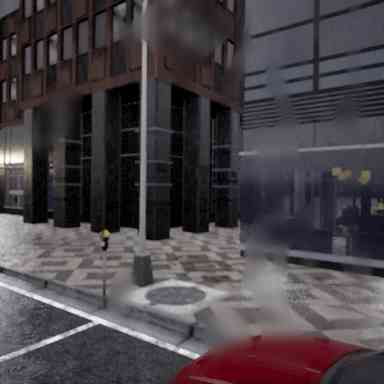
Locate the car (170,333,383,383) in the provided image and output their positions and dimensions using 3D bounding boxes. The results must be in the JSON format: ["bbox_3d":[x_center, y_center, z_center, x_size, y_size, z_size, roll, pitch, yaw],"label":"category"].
[{"bbox_3d":[1.824,1.556,1.661,4.507,1.381,1.887,1,1,36],"label":"car"}]
